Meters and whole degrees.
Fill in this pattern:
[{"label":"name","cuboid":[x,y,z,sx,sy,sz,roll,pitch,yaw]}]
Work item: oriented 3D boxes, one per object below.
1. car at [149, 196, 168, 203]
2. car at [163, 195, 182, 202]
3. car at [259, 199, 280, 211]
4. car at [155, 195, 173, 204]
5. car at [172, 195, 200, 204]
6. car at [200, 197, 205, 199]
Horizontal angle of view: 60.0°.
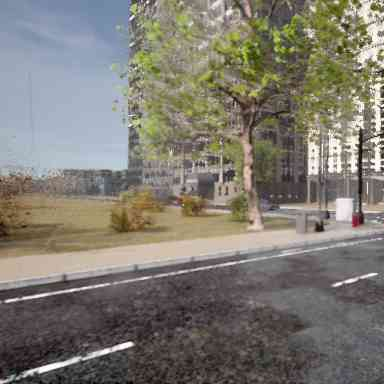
[{"label":"car","cuboid":[-6.872,1.514,67.841,1.994,1.385,4.181,1,0,-34]},{"label":"car","cuboid":[-4.169,1.388,69.649,1.812,1.442,4.674,1,0,-34]},{"label":"car","cuboid":[7.924,1.492,39.699,2.033,1.411,5.357,1,0,-34]},{"label":"car","cuboid":[-5.310,1.475,59.602,1.994,1.385,4.181,1,-1,-33]},{"label":"car","cuboid":[-1.122,1.489,59.291,1.812,1.442,4.674,1,0,-33]},{"label":"car","cuboid":[1.373,1.611,61.359,1.895,1.301,4.718,1,0,-34]}]
